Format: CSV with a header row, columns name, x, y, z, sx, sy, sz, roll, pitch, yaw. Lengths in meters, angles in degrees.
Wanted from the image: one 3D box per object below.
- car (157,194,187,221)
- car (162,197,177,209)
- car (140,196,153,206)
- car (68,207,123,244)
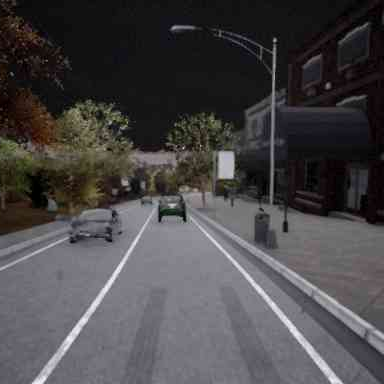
name,x,y,z,sx,sy,sz,roll,pitch,yaw
car,-1.626,1.182,26.729,2.150,2.045,5.566,-1,0,-5
car,-3.051,1.476,44.666,1.812,1.442,4.674,-1,0,-4
car,-7.630,1.482,56.229,1.837,1.490,4.892,-1,0,-4
car,-4.482,1.514,16.033,1.837,1.490,4.892,-1,0,-5
